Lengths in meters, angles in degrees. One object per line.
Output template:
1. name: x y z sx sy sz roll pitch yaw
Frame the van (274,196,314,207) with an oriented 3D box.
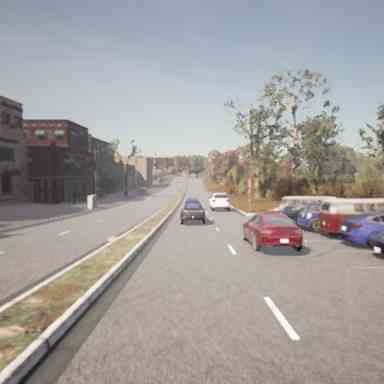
1. van: 8.642 1.327 25.197 4.442 1.987 1.878 0 0 0

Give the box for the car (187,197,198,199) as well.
1. car: 0.051 1.364 42.073 1.882 1.535 5.008 0 1 0

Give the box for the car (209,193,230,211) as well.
1. car: 3.303 1.136 40.558 2.150 2.045 5.566 0 1 0

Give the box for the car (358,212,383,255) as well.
1. car: 8.745 1.582 11.422 4.792 1.488 2.163 0 0 0

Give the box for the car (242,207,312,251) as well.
1. car: 3.334 1.605 14.313 1.812 1.442 4.674 0 0 0

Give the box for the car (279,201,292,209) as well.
1. car: 8.756 1.562 22.440 4.892 1.521 2.231 0 0 0

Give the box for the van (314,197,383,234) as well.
1. van: 8.885 1.338 16.928 4.442 1.987 1.878 0 0 0

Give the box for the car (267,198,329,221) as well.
1. car: 8.786 1.412 27.950 4.553 1.767 2.185 0 0 0

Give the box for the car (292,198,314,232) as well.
1. car: 8.734 1.440 19.812 4.553 1.767 2.185 0 0 0

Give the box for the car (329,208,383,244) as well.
1. car: 8.801 1.588 14.175 4.792 1.488 2.163 0 0 0

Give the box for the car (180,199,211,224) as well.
1. car: 0.069 1.560 25.823 2.128 1.511 4.902 0 0 0
